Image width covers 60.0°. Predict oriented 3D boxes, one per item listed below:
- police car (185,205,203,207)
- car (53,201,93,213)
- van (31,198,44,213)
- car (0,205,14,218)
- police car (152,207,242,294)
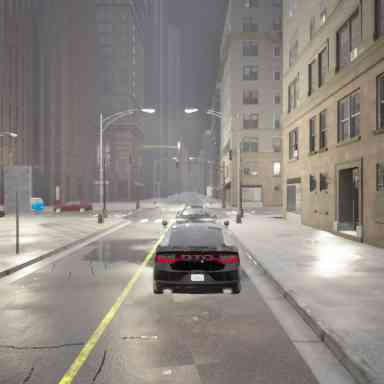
[{"bbox_3d":[0.121,1.510,18.522,2.038,1.542,4.974,0,0,0],"label":"police car"},{"bbox_3d":[-13.957,1.727,39.094,4.507,1.381,1.887,-1,0,0],"label":"car"},{"bbox_3d":[-19.584,1.591,39.117,3.998,1.788,1.690,-1,0,0],"label":"van"},{"bbox_3d":[-19.611,1.524,30.592,5.009,1.841,2.192,-1,0,0],"label":"car"},{"bbox_3d":[0.107,1.427,8.917,1.930,1.638,5.238,0,0,0],"label":"police car"}]
